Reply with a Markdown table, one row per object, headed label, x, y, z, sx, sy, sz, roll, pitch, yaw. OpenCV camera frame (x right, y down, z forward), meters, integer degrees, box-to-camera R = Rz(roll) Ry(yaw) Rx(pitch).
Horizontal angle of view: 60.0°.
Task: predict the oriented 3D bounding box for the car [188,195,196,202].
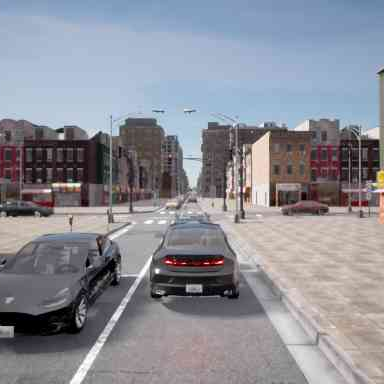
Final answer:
| label | x | y | z | sx | sy | sz | roll | pitch | yaw |
| --- | --- | --- | --- | --- | --- | --- | --- | --- | --- |
| car | 0.072 | 1.654 | 84.367 | 1.882 | 1.535 | 5.008 | 0 | 0 | 0 |

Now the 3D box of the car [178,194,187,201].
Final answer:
| label | x | y | z | sx | sy | sz | roll | pitch | yaw |
| --- | --- | --- | --- | --- | --- | --- | --- | --- | --- |
| car | -2.576 | 1.553 | 66.982 | 1.967 | 1.590 | 4.097 | 0 | 0 | 0 |

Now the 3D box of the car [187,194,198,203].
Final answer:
| label | x | y | z | sx | sy | sz | roll | pitch | yaw |
| --- | --- | --- | --- | --- | --- | --- | --- | --- | --- |
| car | 0.069 | 1.693 | 74.667 | 1.994 | 1.385 | 4.181 | 0 | 0 | 0 |

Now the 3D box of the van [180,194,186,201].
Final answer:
| label | x | y | z | sx | sy | sz | roll | pitch | yaw |
| --- | --- | --- | --- | --- | --- | --- | --- | --- | --- |
| van | -2.551 | 1.560 | 95.010 | 1.690 | 1.788 | 3.998 | 0 | 0 | 0 |

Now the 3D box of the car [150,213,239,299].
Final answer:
| label | x | y | z | sx | sy | sz | roll | pitch | yaw |
| --- | --- | --- | --- | --- | --- | --- | --- | --- | --- |
| car | 0.078 | 1.507 | 8.470 | 1.837 | 1.490 | 4.892 | 0 | 0 | 1 |

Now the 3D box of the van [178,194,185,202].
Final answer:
| label | x | y | z | sx | sy | sz | roll | pitch | yaw |
| --- | --- | --- | --- | --- | --- | --- | --- | --- | --- |
| van | -2.561 | 1.515 | 83.799 | 1.690 | 1.788 | 3.998 | 0 | 0 | 0 |

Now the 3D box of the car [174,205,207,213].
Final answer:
| label | x | y | z | sx | sy | sz | roll | pitch | yaw |
| --- | --- | --- | --- | --- | --- | --- | --- | --- | --- |
| car | 0.043 | 1.610 | 17.681 | 1.895 | 1.301 | 4.718 | 0 | 0 | 1 |

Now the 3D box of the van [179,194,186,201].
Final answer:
| label | x | y | z | sx | sy | sz | roll | pitch | yaw |
| --- | --- | --- | --- | --- | --- | --- | --- | --- | --- |
| van | -2.556 | 1.537 | 89.404 | 1.690 | 1.788 | 3.998 | 0 | 0 | 0 |

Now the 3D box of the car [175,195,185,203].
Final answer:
| label | x | y | z | sx | sy | sz | roll | pitch | yaw |
| --- | --- | --- | --- | --- | --- | --- | --- | --- | --- |
| car | -2.571 | 1.573 | 72.587 | 1.967 | 1.590 | 4.097 | 0 | 0 | 0 |

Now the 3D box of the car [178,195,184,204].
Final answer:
| label | x | y | z | sx | sy | sz | roll | pitch | yaw |
| --- | --- | --- | --- | --- | --- | --- | --- | --- | --- |
| car | -2.591 | 1.608 | 50.166 | 1.887 | 1.381 | 4.507 | 0 | 0 | 0 |

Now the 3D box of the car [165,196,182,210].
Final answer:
| label | x | y | z | sx | sy | sz | roll | pitch | yaw |
| --- | --- | --- | --- | --- | --- | --- | --- | --- | --- |
| car | -2.596 | 1.575 | 44.391 | 1.752 | 1.417 | 4.829 | 0 | 0 | 0 |

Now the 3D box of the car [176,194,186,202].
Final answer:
| label | x | y | z | sx | sy | sz | roll | pitch | yaw |
| --- | --- | --- | --- | --- | --- | --- | --- | --- | --- |
| car | -2.566 | 1.468 | 78.193 | 2.192 | 1.841 | 5.009 | 0 | 0 | 0 |

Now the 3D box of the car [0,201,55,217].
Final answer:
| label | x | y | z | sx | sy | sz | roll | pitch | yaw |
| --- | --- | --- | --- | --- | --- | --- | --- | --- | --- |
| car | -14.739 | 1.542 | 29.474 | 4.892 | 1.490 | 1.837 | 0 | 0 | 0 |

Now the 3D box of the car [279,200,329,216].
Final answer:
| label | x | y | z | sx | sy | sz | roll | pitch | yaw |
| --- | --- | --- | --- | --- | --- | --- | --- | --- | --- |
| car | 10.866 | 1.538 | 32.364 | 4.674 | 1.442 | 1.812 | 0 | 0 | 0 |

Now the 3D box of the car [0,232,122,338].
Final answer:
| label | x | y | z | sx | sy | sz | roll | pitch | yaw |
| --- | --- | --- | --- | --- | --- | --- | --- | --- | --- |
| car | -2.628 | 1.567 | 6.791 | 1.947 | 1.339 | 4.313 | 0 | 0 | 0 |
